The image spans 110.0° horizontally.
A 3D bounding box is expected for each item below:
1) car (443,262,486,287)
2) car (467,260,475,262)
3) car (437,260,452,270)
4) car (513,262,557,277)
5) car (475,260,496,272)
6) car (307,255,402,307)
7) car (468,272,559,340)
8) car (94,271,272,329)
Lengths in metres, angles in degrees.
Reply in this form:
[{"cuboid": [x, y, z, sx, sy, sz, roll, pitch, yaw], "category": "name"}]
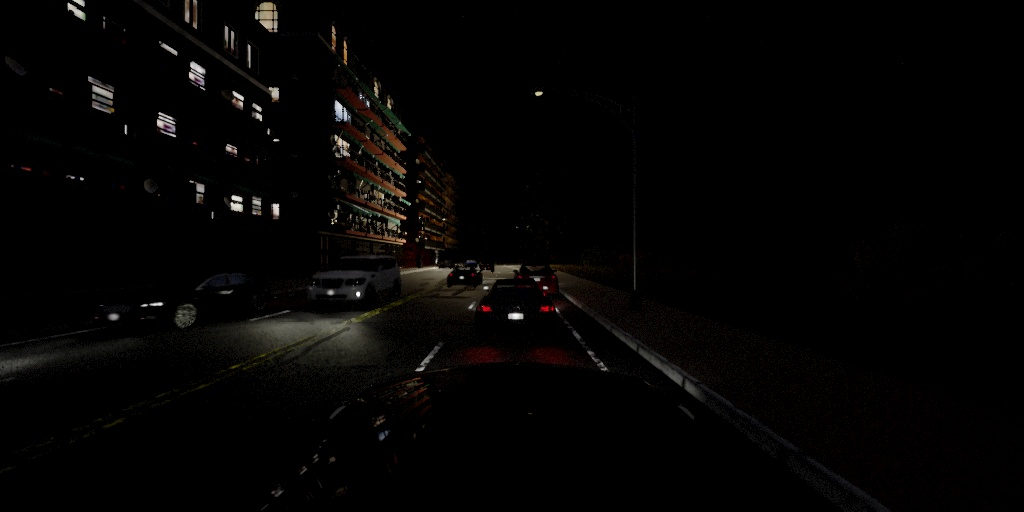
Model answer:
[{"cuboid": [-3.132, 1.317, 24.353, 1.994, 1.385, 4.181, 0, 0, 0], "category": "car"}, {"cuboid": [-6.541, 1.351, 57.317, 1.895, 1.301, 4.718, 0, 0, 0], "category": "car"}, {"cuboid": [-9.800, 1.276, 53.728, 1.812, 1.442, 4.674, 0, 0, 0], "category": "car"}, {"cuboid": [1.150, 1.103, 18.596, 2.097, 1.767, 4.553, 0, 0, 0], "category": "car"}, {"cuboid": [-3.115, 1.251, 44.325, 1.837, 1.490, 4.892, 0, -2, 0], "category": "car"}, {"cuboid": [-6.590, 0.973, 15.799, 2.150, 2.045, 5.566, 0, 0, 0], "category": "car"}, {"cuboid": [0.101, 1.315, 10.017, 1.994, 1.385, 4.181, 0, 0, 0], "category": "car"}, {"cuboid": [-9.843, 1.243, 11.310, 2.128, 1.511, 4.902, 0, 0, 0], "category": "car"}]
